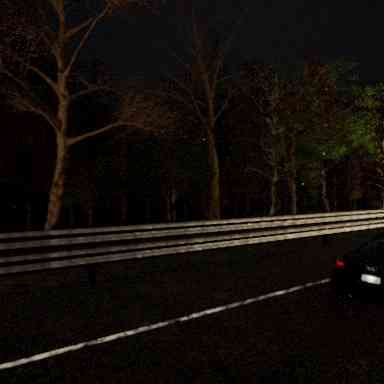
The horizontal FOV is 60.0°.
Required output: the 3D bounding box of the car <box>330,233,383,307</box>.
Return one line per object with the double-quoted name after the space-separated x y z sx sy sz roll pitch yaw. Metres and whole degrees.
4.915 1.572 7.279 4.181 1.385 1.994 0 0 -36 "car"
